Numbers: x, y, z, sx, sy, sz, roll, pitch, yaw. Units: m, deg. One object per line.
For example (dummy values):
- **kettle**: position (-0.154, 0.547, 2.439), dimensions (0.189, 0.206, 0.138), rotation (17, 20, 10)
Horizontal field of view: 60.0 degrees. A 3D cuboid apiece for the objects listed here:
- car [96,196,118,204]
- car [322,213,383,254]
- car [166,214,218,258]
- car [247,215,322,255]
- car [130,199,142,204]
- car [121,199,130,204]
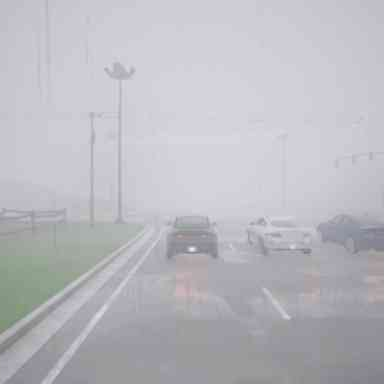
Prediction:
- **car**: position (-22.341, 2.515, 88.141), dimensions (4.674, 1.442, 1.812), rotation (0, -1, 32)
- **car**: position (7.000, 1.638, 14.200), dimensions (1.882, 1.535, 5.008), rotation (0, 0, 0)
- **car**: position (0.004, 1.660, 13.474), dimensions (1.837, 1.490, 4.892), rotation (0, 0, 0)
- **car**: position (3.502, 1.682, 13.863), dimensions (1.812, 1.442, 4.674), rotation (0, 0, 0)
- **car**: position (-17.422, 2.588, 93.239), dimensions (5.357, 1.411, 2.033), rotation (0, -1, 35)
- **car**: position (-19.966, 2.498, 90.762), dimensions (5.008, 1.535, 1.882), rotation (0, -1, 35)
